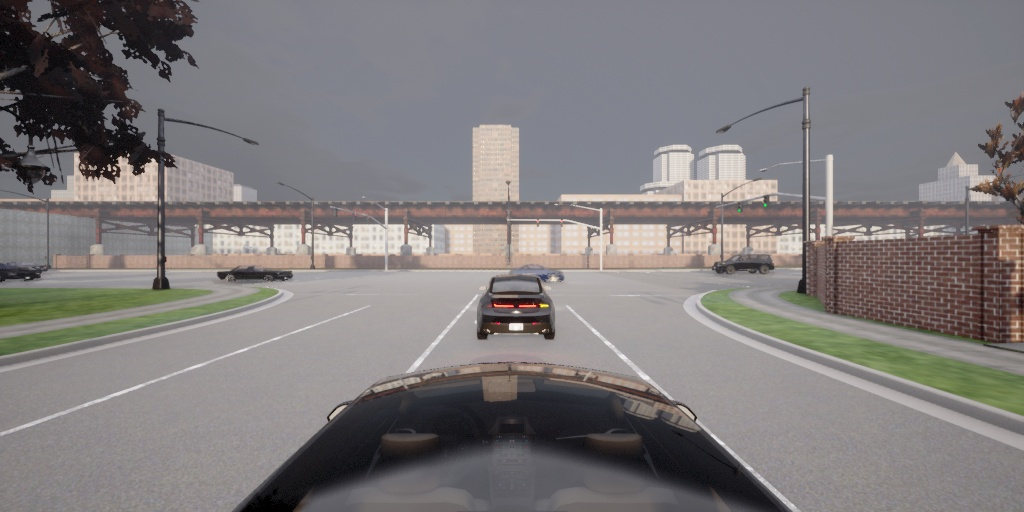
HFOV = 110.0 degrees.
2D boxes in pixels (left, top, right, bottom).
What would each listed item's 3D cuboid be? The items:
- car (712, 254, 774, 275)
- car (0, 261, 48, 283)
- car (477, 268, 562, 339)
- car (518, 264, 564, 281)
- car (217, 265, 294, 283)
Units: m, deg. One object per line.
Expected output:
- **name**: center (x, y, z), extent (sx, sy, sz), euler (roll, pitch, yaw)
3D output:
- **car**: center (23.556, 0.834, 36.631), extent (5.566, 2.045, 2.150), euler (-1, 0, 3)
- **car**: center (-40.049, 1.297, 27.747), extent (5.357, 1.411, 2.033), euler (0, 0, 2)
- **car**: center (0.093, 1.255, 10.028), extent (1.837, 1.490, 4.892), euler (0, 0, 0)
- **car**: center (1.770, 1.293, 26.528), extent (4.181, 1.385, 1.994), euler (0, 0, 2)
- **car**: center (-19.269, 1.350, 27.094), extent (4.718, 1.301, 1.895), euler (0, 0, 2)
